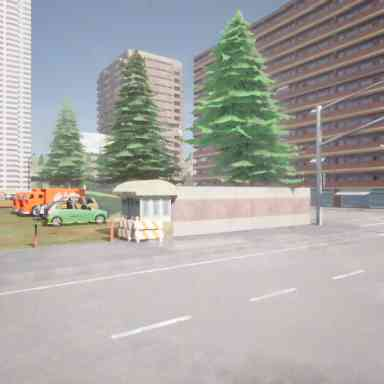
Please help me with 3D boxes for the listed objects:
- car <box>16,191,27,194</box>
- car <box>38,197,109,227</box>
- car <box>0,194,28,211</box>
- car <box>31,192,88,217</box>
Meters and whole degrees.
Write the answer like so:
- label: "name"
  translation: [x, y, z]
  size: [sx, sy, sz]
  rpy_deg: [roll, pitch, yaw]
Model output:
- label: "car"
  translation: [-25.825, 1.203, 46.620]
  size: [3.866, 1.878, 1.905]
  rpy_deg: [0, 0, -35]
- label: "car"
  translation: [-7.458, 1.339, 21.482]
  size: [3.988, 1.617, 1.851]
  rpy_deg: [0, 0, -35]
- label: "car"
  translation: [-24.546, 1.393, 44.099]
  size: [4.193, 1.474, 1.816]
  rpy_deg: [0, 0, -35]
- label: "car"
  translation: [-9.483, 1.171, 25.532]
  size: [4.605, 1.855, 1.932]
  rpy_deg: [0, 0, -35]
